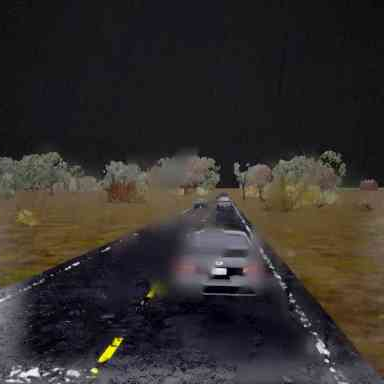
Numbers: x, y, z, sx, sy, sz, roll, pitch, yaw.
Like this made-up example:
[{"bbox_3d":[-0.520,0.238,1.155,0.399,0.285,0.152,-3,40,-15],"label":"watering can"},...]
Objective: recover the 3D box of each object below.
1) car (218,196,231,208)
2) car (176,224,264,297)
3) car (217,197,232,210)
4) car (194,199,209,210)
[{"bbox_3d":[4.858,1.468,49.599,1.882,1.535,5.008,0,0,6],"label":"car"},{"bbox_3d":[0.762,1.547,8.785,2.033,1.411,5.357,0,0,6],"label":"car"},{"bbox_3d":[4.164,1.487,42.296,2.128,1.511,4.902,0,0,6],"label":"car"},{"bbox_3d":[1.289,1.595,44.079,1.895,1.301,4.718,0,0,6],"label":"car"}]
